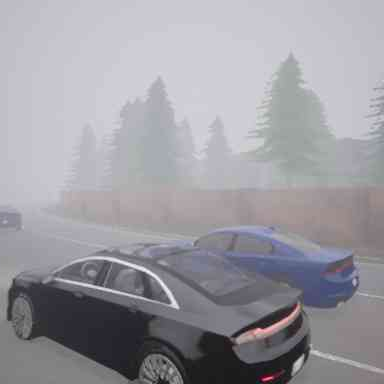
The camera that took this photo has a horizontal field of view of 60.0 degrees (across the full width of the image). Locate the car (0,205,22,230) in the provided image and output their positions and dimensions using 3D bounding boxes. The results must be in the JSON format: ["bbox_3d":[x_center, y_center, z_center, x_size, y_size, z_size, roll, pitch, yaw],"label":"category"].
[{"bbox_3d":[-11.921,1.508,20.318,1.882,1.535,5.008,0,0,-41],"label":"car"}]

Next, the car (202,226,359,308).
[{"bbox_3d":[1.080,1.525,7.746,5.008,1.535,1.882,0,0,38],"label":"car"}]

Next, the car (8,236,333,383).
[{"bbox_3d":[-0.850,1.513,4.835,4.902,1.511,2.128,0,0,38],"label":"car"}]
